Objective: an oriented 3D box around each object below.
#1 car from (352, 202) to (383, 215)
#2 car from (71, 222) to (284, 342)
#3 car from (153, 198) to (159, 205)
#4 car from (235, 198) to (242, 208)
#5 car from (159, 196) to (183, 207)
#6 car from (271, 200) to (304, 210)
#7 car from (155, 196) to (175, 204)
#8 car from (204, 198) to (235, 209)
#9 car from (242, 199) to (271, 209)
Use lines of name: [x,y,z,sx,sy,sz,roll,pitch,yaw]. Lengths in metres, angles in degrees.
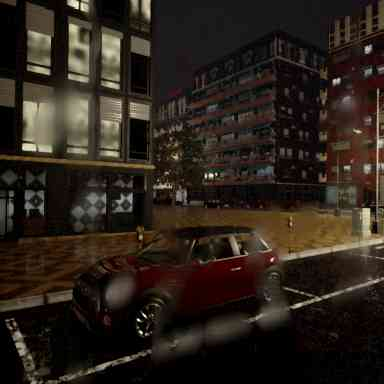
car: [20.007,1.730,36.755,1.947,1.339,4.313,1,-1,-35]
car: [-0.151,1.441,6.430,4.097,1.590,1.967,0,1,-35]
car: [-6.443,1.763,59.746,1.887,1.381,4.507,1,-1,-35]
car: [6.943,1.725,55.298,1.967,1.590,4.097,1,-1,-35]
car: [-3.177,1.732,55.110,1.887,1.381,4.507,1,-1,-35]
car: [13.475,1.806,46.026,1.802,1.307,4.206,1,-1,-35]
car: [-6.121,1.724,73.842,2.192,1.841,5.009,1,-1,-35]
car: [3.355,1.677,45.839,2.008,1.369,4.403,1,-1,-35]
car: [10.209,1.799,50.662,1.887,1.381,4.507,1,-1,-35]
